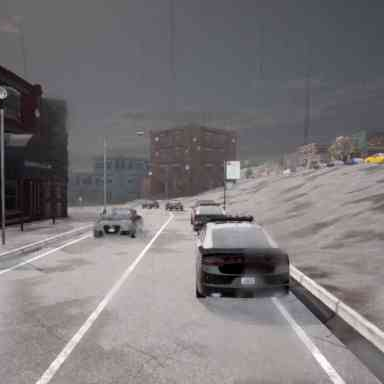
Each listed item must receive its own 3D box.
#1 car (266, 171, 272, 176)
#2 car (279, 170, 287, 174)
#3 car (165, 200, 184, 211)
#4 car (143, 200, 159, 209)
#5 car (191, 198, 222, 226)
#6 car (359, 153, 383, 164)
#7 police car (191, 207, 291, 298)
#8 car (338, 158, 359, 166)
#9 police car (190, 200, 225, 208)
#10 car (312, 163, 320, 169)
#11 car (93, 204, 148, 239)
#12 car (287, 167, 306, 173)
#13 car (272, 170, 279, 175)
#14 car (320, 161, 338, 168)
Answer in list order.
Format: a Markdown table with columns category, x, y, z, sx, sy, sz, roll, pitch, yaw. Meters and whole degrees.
| category | x | y | z | sx | sy | sz | roll | pitch | yaw |
| --- | --- | --- | --- | --- | --- | --- | --- | --- | --- |
| car | 20.796 | -4.496 | 83.004 | 2.185 | 1.767 | 4.553 | 0 | 1 | -1 |
| car | 21.085 | -4.203 | 71.813 | 2.002 | 1.452 | 4.674 | 0 | 1 | -1 |
| car | -2.481 | 1.865 | 46.247 | 1.812 | 1.442 | 4.674 | 0 | -1 | -16 |
| car | -7.404 | 2.217 | 58.844 | 1.837 | 1.490 | 4.892 | -1 | -2 | -31 |
| car | 0.951 | 1.379 | 24.532 | 2.097 | 1.767 | 4.553 | 0 | 0 | 0 |
| car | 22.290 | -3.768 | 38.791 | 2.097 | 1.535 | 5.008 | 0 | 1 | -4 |
| police car | 1.016 | 1.422 | 8.662 | 1.930 | 1.638 | 5.238 | 0 | 0 | 0 |
| car | 21.916 | -3.830 | 44.327 | 2.002 | 1.452 | 4.674 | 0 | 1 | -3 |
| police car | 0.976 | 1.426 | 18.667 | 1.930 | 1.638 | 5.238 | 0 | 0 | 0 |
| car | 21.509 | -4.046 | 55.385 | 2.231 | 1.521 | 4.892 | 0 | 1 | -1 |
| car | -3.686 | 1.561 | 17.237 | 1.994 | 1.385 | 4.181 | 0 | 0 | 0 |
| car | 21.227 | -4.304 | 66.320 | 2.185 | 1.767 | 4.553 | 0 | 1 | -1 |
| car | 20.938 | -4.435 | 77.485 | 2.185 | 1.767 | 4.553 | 0 | 1 | -1 |
| car | 21.660 | -3.967 | 49.867 | 2.231 | 1.521 | 4.892 | 0 | 1 | -2 |
